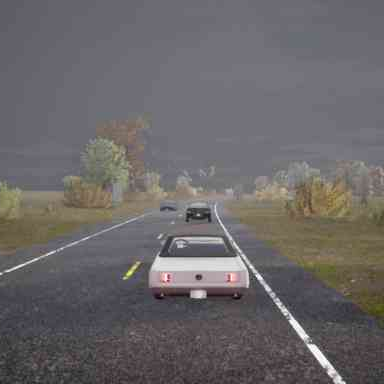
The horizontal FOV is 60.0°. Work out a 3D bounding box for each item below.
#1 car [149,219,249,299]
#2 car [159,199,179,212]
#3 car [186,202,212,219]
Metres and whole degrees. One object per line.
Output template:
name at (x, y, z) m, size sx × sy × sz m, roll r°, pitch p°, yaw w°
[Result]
car at (0.134, 1.603, 8.367) m, size 1.895 × 1.301 × 4.718 m, roll 0°, pitch 0°, yaw 0°
car at (-2.575, 1.552, 38.784) m, size 2.033 × 1.411 × 5.357 m, roll 0°, pitch 0°, yaw 3°
car at (0.539, 1.482, 26.057) m, size 1.882 × 1.535 × 5.008 m, roll 0°, pitch 0°, yaw 2°
